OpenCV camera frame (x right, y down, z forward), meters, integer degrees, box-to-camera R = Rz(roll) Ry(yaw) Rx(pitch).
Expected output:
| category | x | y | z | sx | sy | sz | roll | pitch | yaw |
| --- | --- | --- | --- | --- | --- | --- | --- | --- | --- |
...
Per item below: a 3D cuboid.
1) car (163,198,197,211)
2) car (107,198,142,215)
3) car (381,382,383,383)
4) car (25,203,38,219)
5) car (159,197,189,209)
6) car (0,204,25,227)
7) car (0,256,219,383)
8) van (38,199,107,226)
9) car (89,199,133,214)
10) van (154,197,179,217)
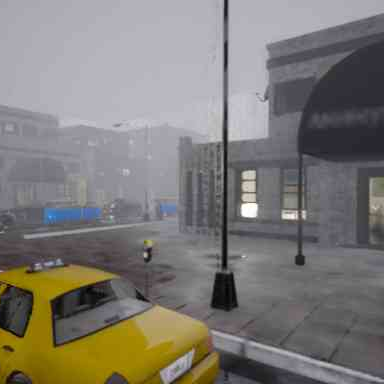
| category | x | y | z | sx | sy | sz | roll | pitch | yaw |
| --- | --- | --- | --- | --- | --- | --- | --- | --- | --- |
| car | -1.456 | 1.585 | 43.350 | 1.837 | 1.490 | 4.892 | 1 | 0 | 35 |
| car | -7.410 | 1.402 | 34.879 | 2.097 | 1.767 | 4.553 | 1 | 0 | 35 |
| car | 2.769 | 1.545 | 0.893 | 4.507 | 1.381 | 1.887 | 0 | 0 | 35 |
| car | -13.033 | 1.588 | 26.873 | 1.994 | 1.385 | 4.181 | 1 | 0 | 35 |
| car | -2.483 | 1.507 | 46.416 | 1.967 | 1.590 | 4.097 | 0 | 0 | 35 |
| car | -13.444 | 1.526 | 20.546 | 2.128 | 1.511 | 4.902 | 0 | 0 | 30 |
| car | -2.008 | 1.525 | 4.299 | 4.829 | 1.417 | 1.752 | 0 | 0 | 35 |
| van | -8.323 | 1.407 | 23.507 | 1.690 | 1.788 | 3.998 | 0 | 0 | 35 |
| car | -8.926 | 1.559 | 37.236 | 1.752 | 1.417 | 4.829 | 0 | 0 | 35 |
| van | -1.978 | 1.436 | 32.547 | 1.690 | 1.788 | 3.998 | 0 | 0 | 35 |
